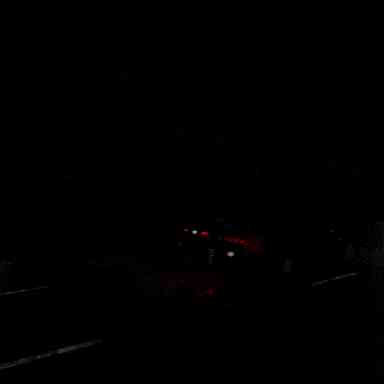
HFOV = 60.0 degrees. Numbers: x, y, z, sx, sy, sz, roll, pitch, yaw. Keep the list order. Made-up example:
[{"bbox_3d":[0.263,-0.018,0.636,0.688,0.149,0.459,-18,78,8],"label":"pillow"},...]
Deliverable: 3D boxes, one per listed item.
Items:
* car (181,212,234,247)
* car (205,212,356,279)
[{"bbox_3d":[2.138,1.547,13.822,5.357,1.411,2.033,0,0,-35],"label":"car"},{"bbox_3d":[3.025,1.477,10.162,5.008,1.535,1.882,0,0,-35],"label":"car"}]
